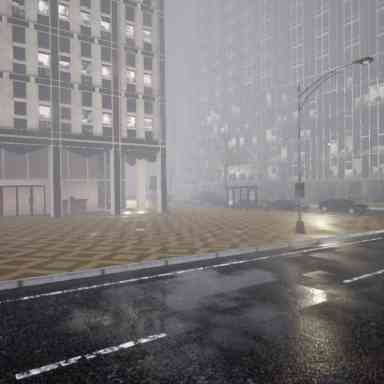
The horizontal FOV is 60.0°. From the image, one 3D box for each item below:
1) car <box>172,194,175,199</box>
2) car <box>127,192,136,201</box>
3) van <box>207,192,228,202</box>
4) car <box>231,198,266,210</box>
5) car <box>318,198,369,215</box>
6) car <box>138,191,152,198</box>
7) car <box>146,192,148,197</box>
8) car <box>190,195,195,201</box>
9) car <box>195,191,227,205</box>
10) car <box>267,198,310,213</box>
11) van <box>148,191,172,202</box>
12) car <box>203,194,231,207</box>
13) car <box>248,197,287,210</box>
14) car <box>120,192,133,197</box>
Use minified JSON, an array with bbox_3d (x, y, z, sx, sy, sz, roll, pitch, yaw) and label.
[{"bbox_3d":[-5.195,0.936,72.497,1.802,1.307,4.206,0,1,-34],"label":"car"},{"bbox_3d":[-12.108,1.040,67.759,2.008,1.369,4.403,0,1,-34],"label":"car"},{"bbox_3d":[4.445,0.856,58.430,1.690,1.788,3.998,0,1,-34],"label":"van"},{"bbox_3d":[7.082,1.388,39.572,1.802,1.307,4.206,0,1,-34],"label":"car"},{"bbox_3d":[14.889,1.358,32.925,1.837,1.490,4.892,-1,1,-34],"label":"car"},{"bbox_3d":[-11.623,0.687,81.870,1.967,1.590,4.097,0,1,-34],"label":"car"},{"bbox_3d":[-8.409,0.616,77.181,2.192,1.841,5.009,0,1,-34],"label":"car"},{"bbox_3d":[1.232,1.044,63.121,1.802,1.307,4.206,0,1,-34],"label":"car"},{"bbox_3d":[3.263,0.888,49.909,2.150,2.045,5.566,-1,1,-35],"label":"car"},{"bbox_3d":[10.282,1.424,34.872,1.947,1.339,4.313,0,1,-34],"label":"car"},{"bbox_3d":[-5.680,0.938,58.381,1.690,1.788,3.998,0,1,-34],"label":"van"},{"bbox_3d":[3.916,1.320,44.292,1.947,1.339,4.313,0,1,-34],"label":"car"},{"bbox_3d":[9.280,1.364,41.130,1.895,1.301,4.718,-1,1,-34],"label":"car"},{"bbox_3d":[-18.050,0.689,91.247,2.008,1.369,4.403,0,1,-34],"label":"car"}]
